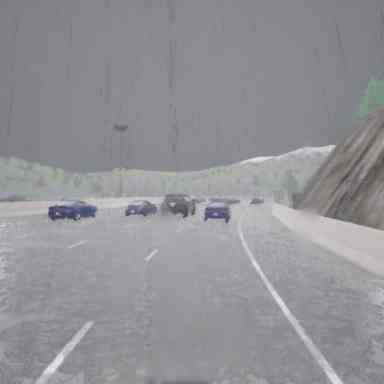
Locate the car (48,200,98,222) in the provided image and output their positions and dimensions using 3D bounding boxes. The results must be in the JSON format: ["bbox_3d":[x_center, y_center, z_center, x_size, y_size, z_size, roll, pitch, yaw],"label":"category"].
[{"bbox_3d":[-8.826,1.336,25.213,1.882,1.535,5.008,0,0,9],"label":"car"}]

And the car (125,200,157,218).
[{"bbox_3d":[-4.493,1.448,29.707,1.812,1.442,4.674,1,0,10],"label":"car"}]

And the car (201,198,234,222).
[{"bbox_3d":[2.170,1.501,27.098,1.882,1.535,5.008,1,0,9],"label":"car"}]

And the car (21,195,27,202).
[{"bbox_3d":[-25.852,1.094,47.631,2.128,1.511,4.902,1,0,14],"label":"car"}]

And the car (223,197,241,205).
[{"bbox_3d":[7.788,1.697,62.476,1.895,1.301,4.718,1,0,23],"label":"car"}]

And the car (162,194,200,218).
[{"bbox_3d":[-1.088,1.195,30.317,2.150,2.045,5.566,0,0,11],"label":"car"}]

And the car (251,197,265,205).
[{"bbox_3d":[12.705,1.675,64.026,1.837,1.490,4.892,0,0,23],"label":"car"}]

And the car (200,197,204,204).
[{"bbox_3d":[1.226,1.560,63.787,1.994,1.385,4.181,1,0,22],"label":"car"}]

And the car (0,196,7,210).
[{"bbox_3d":[-21.608,1.155,33.881,2.128,1.511,4.902,1,0,10],"label":"car"}]

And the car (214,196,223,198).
[{"bbox_3d":[5.304,1.536,64.486,1.882,1.535,5.008,0,0,22],"label":"car"}]
